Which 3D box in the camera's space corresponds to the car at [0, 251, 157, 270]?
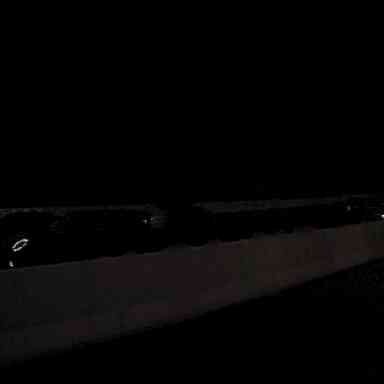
[{"bbox_3d":[-3.412,1.365,10.306,4.553,1.767,2.097,0,0,-37],"label":"car"}]
